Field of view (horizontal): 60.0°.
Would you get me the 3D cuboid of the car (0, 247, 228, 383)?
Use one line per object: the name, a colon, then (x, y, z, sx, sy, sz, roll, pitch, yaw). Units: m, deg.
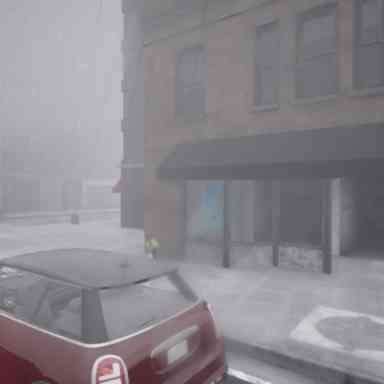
car: (-1.707, 1.422, 4.065, 4.097, 1.590, 1.967, 0, 0, 35)
